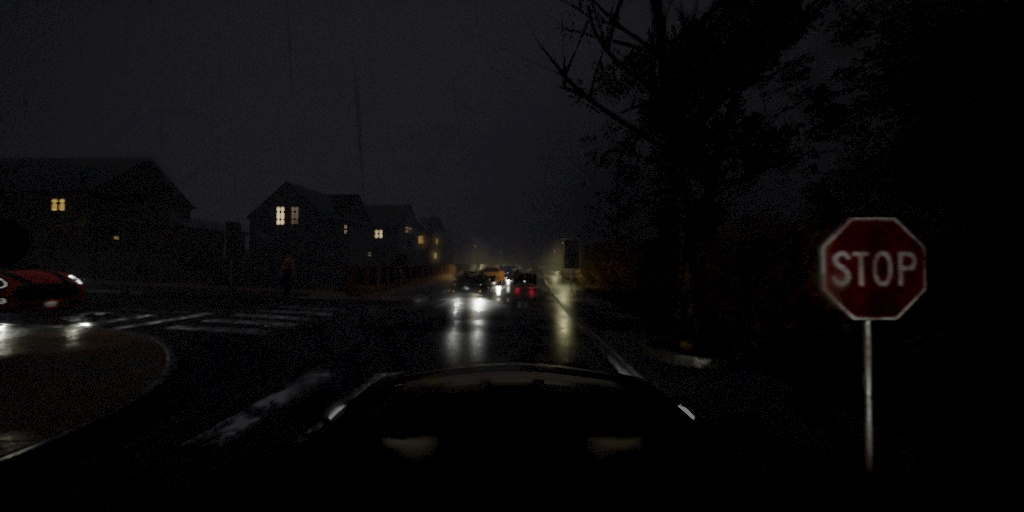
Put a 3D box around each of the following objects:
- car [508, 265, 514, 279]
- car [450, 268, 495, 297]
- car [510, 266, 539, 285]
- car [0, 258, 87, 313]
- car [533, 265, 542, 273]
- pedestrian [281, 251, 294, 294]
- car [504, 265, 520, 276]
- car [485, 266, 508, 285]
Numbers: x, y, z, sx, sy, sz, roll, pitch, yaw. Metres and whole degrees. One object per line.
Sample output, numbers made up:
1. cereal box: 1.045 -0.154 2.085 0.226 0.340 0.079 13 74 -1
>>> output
1. car: -0.972 1.890 41.445 1.812 1.442 4.674 0 -1 5
2. car: -2.314 1.578 21.002 1.994 1.385 4.181 0 -1 2
3. car: 1.173 1.772 31.021 1.895 1.301 4.718 0 -1 4
4. car: -14.368 0.578 9.485 4.553 1.767 2.097 3 -1 0
5. car: 4.311 2.369 63.998 1.994 1.385 4.181 0 -1 8
6. pedestrian: -9.618 0.703 15.344 0.375 1.860 0.375 0 -4 0
7. car: 0.032 2.091 51.667 1.812 1.442 4.674 0 -1 6
8. car: -1.729 1.660 31.505 1.882 1.535 5.008 0 -1 4
